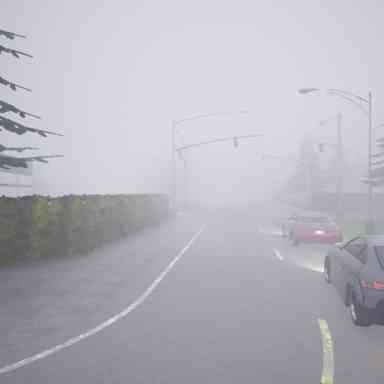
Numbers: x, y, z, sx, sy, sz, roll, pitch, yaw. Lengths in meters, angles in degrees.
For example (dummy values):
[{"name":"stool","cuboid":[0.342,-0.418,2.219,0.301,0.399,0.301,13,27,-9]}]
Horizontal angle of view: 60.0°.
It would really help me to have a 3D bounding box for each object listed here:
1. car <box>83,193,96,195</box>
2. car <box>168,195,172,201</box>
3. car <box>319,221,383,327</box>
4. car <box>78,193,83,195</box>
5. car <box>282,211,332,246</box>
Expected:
[{"name":"car","cuboid":[-23.116,1.097,78.259,1.932,1.855,4.605,0,0,8]},{"name":"car","cuboid":[-4.720,1.374,75.625,1.845,1.501,3.633,0,0,8]},{"name":"car","cuboid":[3.996,1.564,6.790,1.994,1.385,4.181,0,0,14]},{"name":"car","cuboid":[-26.051,1.077,78.241,1.905,1.878,3.866,0,0,8]},{"name":"car","cuboid":[5.299,1.564,15.098,1.994,1.385,4.181,0,0,8]}]
